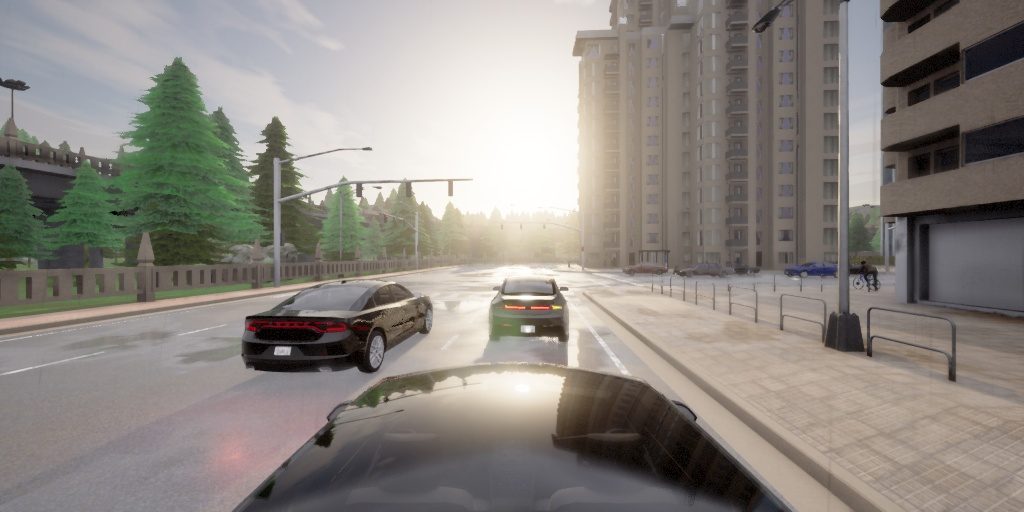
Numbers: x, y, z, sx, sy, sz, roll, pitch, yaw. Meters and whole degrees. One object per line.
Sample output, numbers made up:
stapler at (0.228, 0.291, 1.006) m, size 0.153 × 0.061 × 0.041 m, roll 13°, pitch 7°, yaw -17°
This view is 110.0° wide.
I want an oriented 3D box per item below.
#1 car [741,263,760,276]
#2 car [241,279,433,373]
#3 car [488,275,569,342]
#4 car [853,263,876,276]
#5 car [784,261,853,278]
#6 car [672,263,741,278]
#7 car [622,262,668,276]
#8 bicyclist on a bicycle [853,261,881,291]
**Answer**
car at (23.218, 1.406, 37.830) m, size 4.718 × 1.301 × 1.895 m, roll 0°, pitch 0°, yaw 3°
car at (-3.161, 1.228, 7.678) m, size 1.882 × 1.535 × 5.008 m, roll 0°, pitch 0°, yaw 4°
car at (0.494, 1.255, 9.798) m, size 1.837 × 1.490 × 4.892 m, roll 0°, pitch 0°, yaw 4°
car at (34.497, 1.406, 37.239) m, size 4.718 × 1.301 × 1.895 m, roll 0°, pitch 0°, yaw 3°
car at (28.720, 1.283, 34.046) m, size 5.008 × 1.535 × 1.882 m, roll 0°, pitch 0°, yaw 3°
car at (18.474, 1.353, 34.560) m, size 5.357 × 1.411 × 2.033 m, roll 0°, pitch 0°, yaw 3°
car at (14.162, 1.331, 38.274) m, size 4.674 × 1.442 × 1.812 m, roll 0°, pitch 0°, yaw 4°
bicyclist on a bicycle at (19.756, 1.107, 19.999) m, size 0.582 × 1.620 × 1.656 m, roll 0°, pitch 0°, yaw 3°
